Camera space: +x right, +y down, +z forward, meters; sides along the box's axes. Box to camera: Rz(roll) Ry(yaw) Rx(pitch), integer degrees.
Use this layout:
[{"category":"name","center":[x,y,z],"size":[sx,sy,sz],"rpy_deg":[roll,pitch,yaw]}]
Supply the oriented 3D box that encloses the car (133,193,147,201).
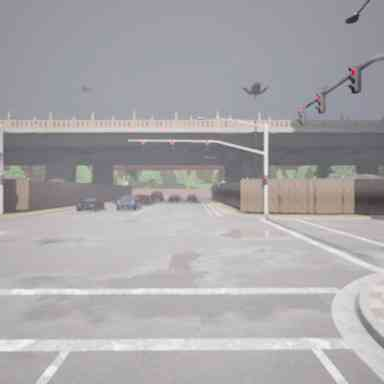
[{"category":"car","center":[-10.506,1.037,67.908],"size":[2.128,1.511,4.902],"rpy_deg":[0,0,0]}]

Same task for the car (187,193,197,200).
[{"category":"car","center":[-0.006,1.020,74.745],"size":[2.128,1.511,4.902],"rpy_deg":[0,0,0]}]

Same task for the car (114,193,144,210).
[{"category":"car","center":[-7.092,1.099,37.437],"size":[2.097,1.767,4.553],"rpy_deg":[0,0,0]}]

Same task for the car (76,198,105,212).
[{"category":"car","center":[-10.588,1.326,34.994],"size":[1.994,1.385,4.181],"rpy_deg":[0,1,1]}]

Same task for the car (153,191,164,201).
[{"category":"car","center":[-7.006,0.765,67.779],"size":[2.150,2.045,5.566],"rpy_deg":[0,0,0]}]

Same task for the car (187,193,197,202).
[{"category":"car","center":[-0.005,1.166,64.419],"size":[1.895,1.301,4.718],"rpy_deg":[0,0,0]}]

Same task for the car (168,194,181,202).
[{"category":"car","center":[-3.506,1.164,64.782],"size":[1.895,1.301,4.718],"rpy_deg":[0,0,0]}]

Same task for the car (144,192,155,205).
[{"category":"car","center":[-7.083,1.145,49.380],"size":[1.882,1.535,5.008],"rpy_deg":[0,1,0]}]

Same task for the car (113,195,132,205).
[{"category":"car","center":[-10.575,1.222,50.816],"size":[1.994,1.385,4.181],"rpy_deg":[0,0,0]}]

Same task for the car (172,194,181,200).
[{"category":"car","center":[-3.506,1.090,74.775],"size":[1.895,1.301,4.718],"rpy_deg":[0,0,0]}]
